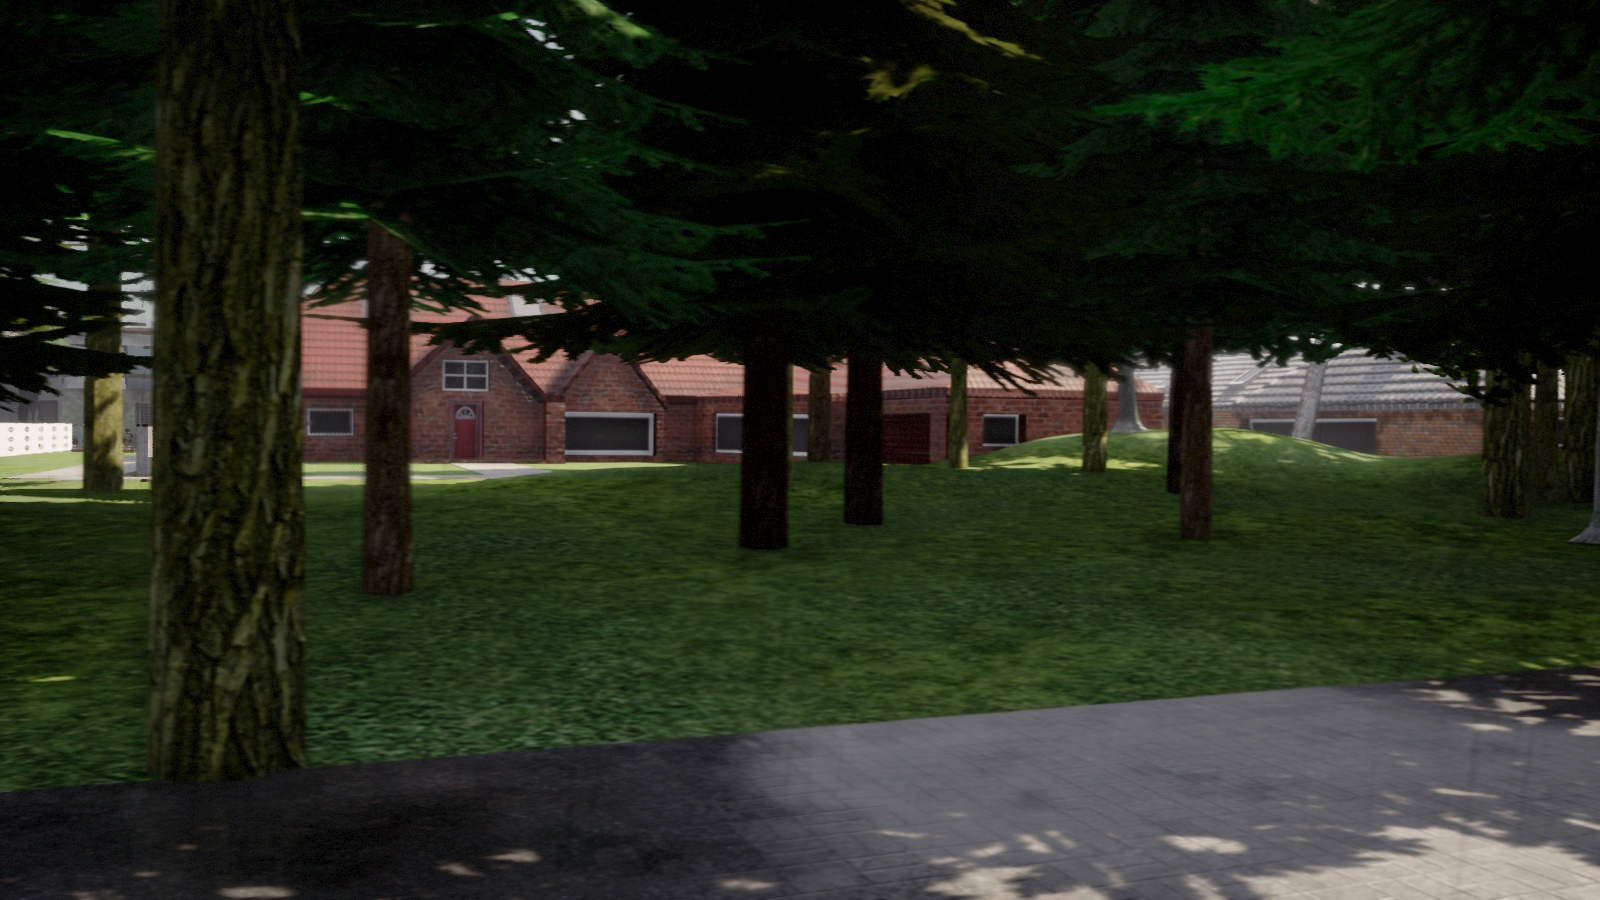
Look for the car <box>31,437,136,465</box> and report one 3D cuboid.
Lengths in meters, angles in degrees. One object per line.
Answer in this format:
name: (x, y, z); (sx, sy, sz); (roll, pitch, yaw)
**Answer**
car: (-40.929, 0.028, 71.849); (4.902, 1.511, 2.128); (-1, 1, -21)
